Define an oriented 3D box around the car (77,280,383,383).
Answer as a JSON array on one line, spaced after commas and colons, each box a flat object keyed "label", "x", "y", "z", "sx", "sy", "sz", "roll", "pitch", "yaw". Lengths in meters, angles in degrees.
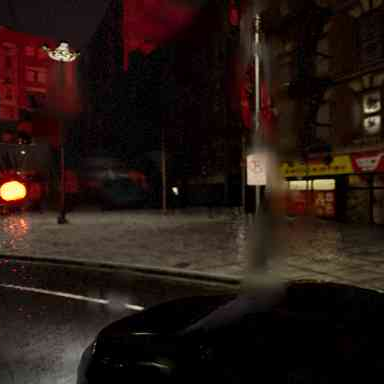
[{"label": "car", "x": 0.920, "y": 1.549, "z": 2.939, "sx": 4.181, "sy": 1.385, "sz": 1.994, "roll": 0, "pitch": 0, "yaw": 33}]
